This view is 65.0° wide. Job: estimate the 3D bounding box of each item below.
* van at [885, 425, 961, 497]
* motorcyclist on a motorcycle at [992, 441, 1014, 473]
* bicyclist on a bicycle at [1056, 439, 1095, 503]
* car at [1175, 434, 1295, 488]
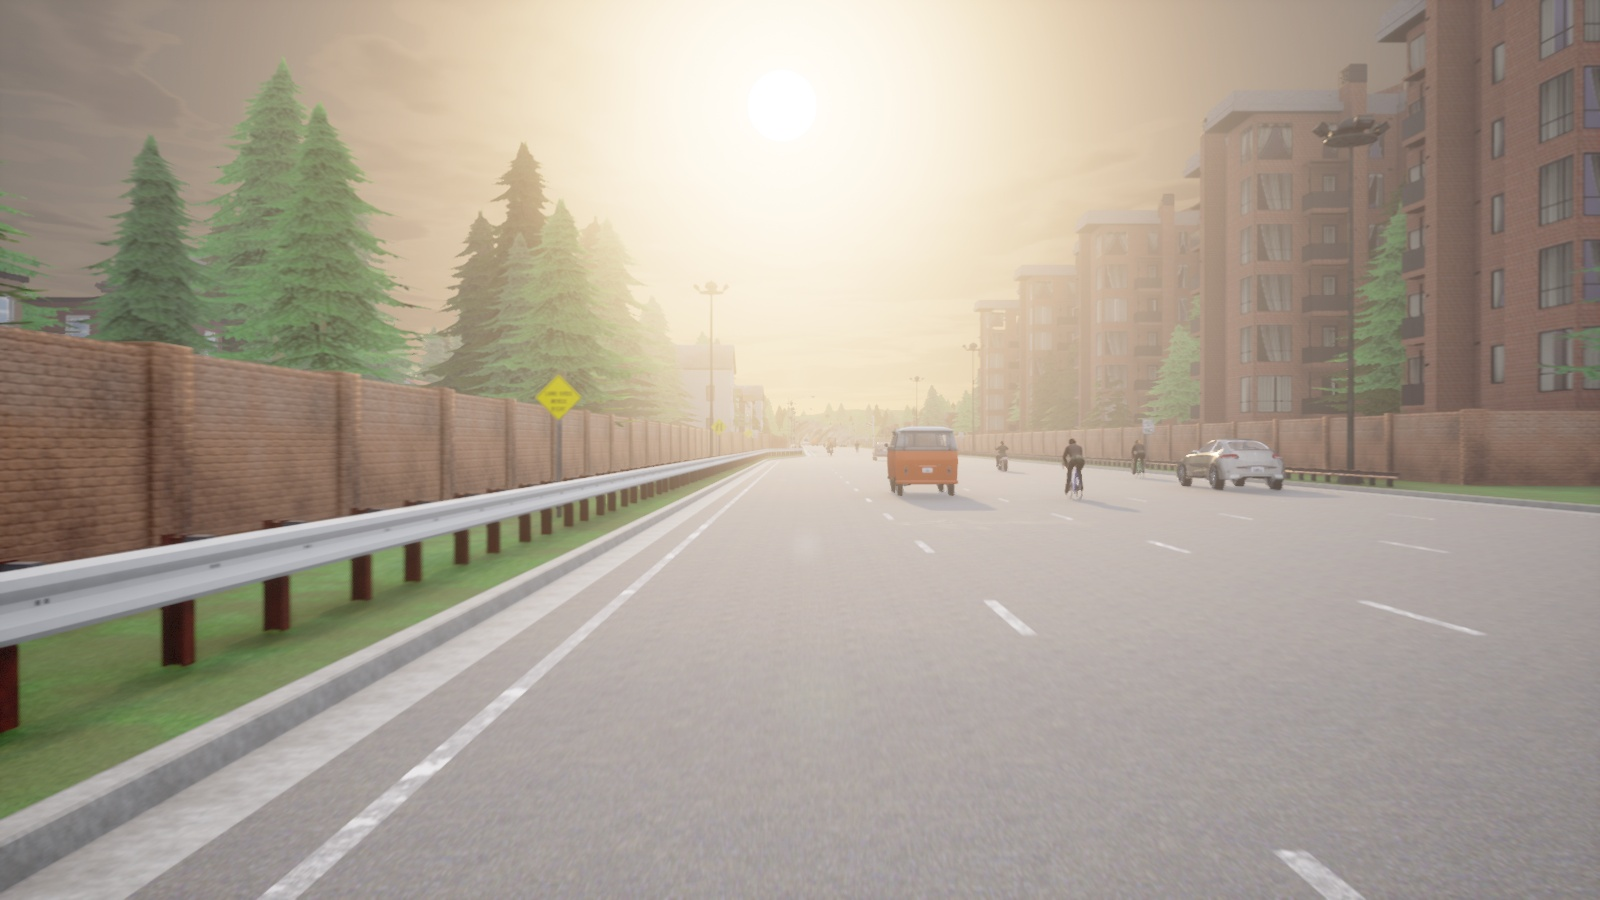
[{"bbox_3d":[3.538,0.297,36.792,1.775,1.987,4.442,0,0,0],"label":"van"},{"bbox_3d":[10.539,0.342,65.404,0.766,1.649,2.350,0,0,0],"label":"motorcyclist on a motorcycle"},{"bbox_3d":[7.142,0.524,32.635,0.582,1.620,1.656,0,0,-3],"label":"bicyclist on a bicycle"},{"bbox_3d":[14.038,0.309,40.865,2.152,1.651,5.027,0,0,0],"label":"car"}]
